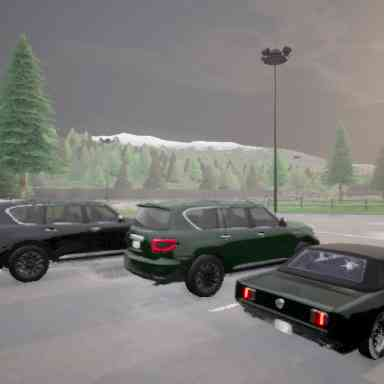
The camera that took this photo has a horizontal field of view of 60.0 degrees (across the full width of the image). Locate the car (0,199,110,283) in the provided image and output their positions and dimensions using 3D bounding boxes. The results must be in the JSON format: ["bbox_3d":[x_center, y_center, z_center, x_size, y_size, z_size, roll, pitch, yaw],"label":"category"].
[{"bbox_3d":[-3.373,1.221,9.920,5.566,2.045,2.150,0,0,-36],"label":"car"}]

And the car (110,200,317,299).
[{"bbox_3d":[0.978,1.222,8.735,5.566,2.045,2.150,0,0,-35],"label":"car"}]

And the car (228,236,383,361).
[{"bbox_3d":[3.092,1.601,5.939,4.718,1.301,1.895,0,0,-35],"label":"car"}]
